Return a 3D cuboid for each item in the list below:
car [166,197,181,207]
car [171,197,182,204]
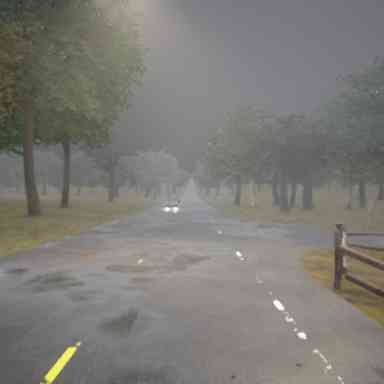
[{"bbox_3d":[-3.474,1.985,57.607,1.895,1.301,4.718,0,0,1],"label":"car"},{"bbox_3d":[-3.408,1.888,73.650,2.033,1.411,5.357,0,0,0],"label":"car"}]
